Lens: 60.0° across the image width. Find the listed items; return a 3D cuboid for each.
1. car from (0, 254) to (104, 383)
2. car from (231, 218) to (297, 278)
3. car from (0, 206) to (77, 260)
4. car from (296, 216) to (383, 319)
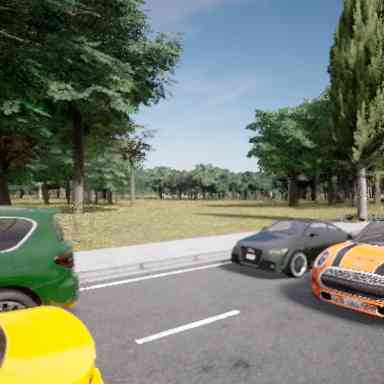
[{"bbox_3d":[-2.946,1.509,1.548,5.008,1.535,1.882,0,0,-36],"label":"car"},{"bbox_3d":[3.169,1.516,10.019,4.181,1.385,1.994,-1,0,-36],"label":"car"},{"bbox_3d":[-4.429,1.263,4.493,5.566,2.045,2.150,-1,0,-36],"label":"car"},{"bbox_3d":[4.561,1.294,7.016,4.553,1.767,2.097,-1,0,-36],"label":"car"}]
